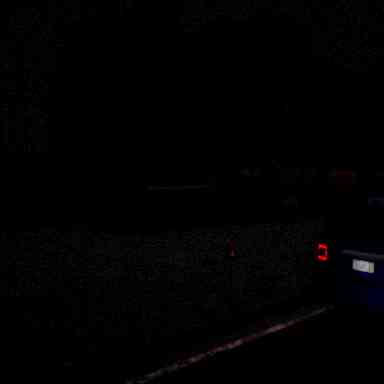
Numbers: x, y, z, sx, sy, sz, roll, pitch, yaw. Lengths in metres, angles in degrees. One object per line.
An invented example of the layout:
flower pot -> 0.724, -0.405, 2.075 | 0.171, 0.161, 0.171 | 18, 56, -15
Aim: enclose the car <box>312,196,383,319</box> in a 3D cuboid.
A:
car -> 4.585, 1.077, 6.220 | 5.566, 2.045, 2.150 | -1, 1, -35
